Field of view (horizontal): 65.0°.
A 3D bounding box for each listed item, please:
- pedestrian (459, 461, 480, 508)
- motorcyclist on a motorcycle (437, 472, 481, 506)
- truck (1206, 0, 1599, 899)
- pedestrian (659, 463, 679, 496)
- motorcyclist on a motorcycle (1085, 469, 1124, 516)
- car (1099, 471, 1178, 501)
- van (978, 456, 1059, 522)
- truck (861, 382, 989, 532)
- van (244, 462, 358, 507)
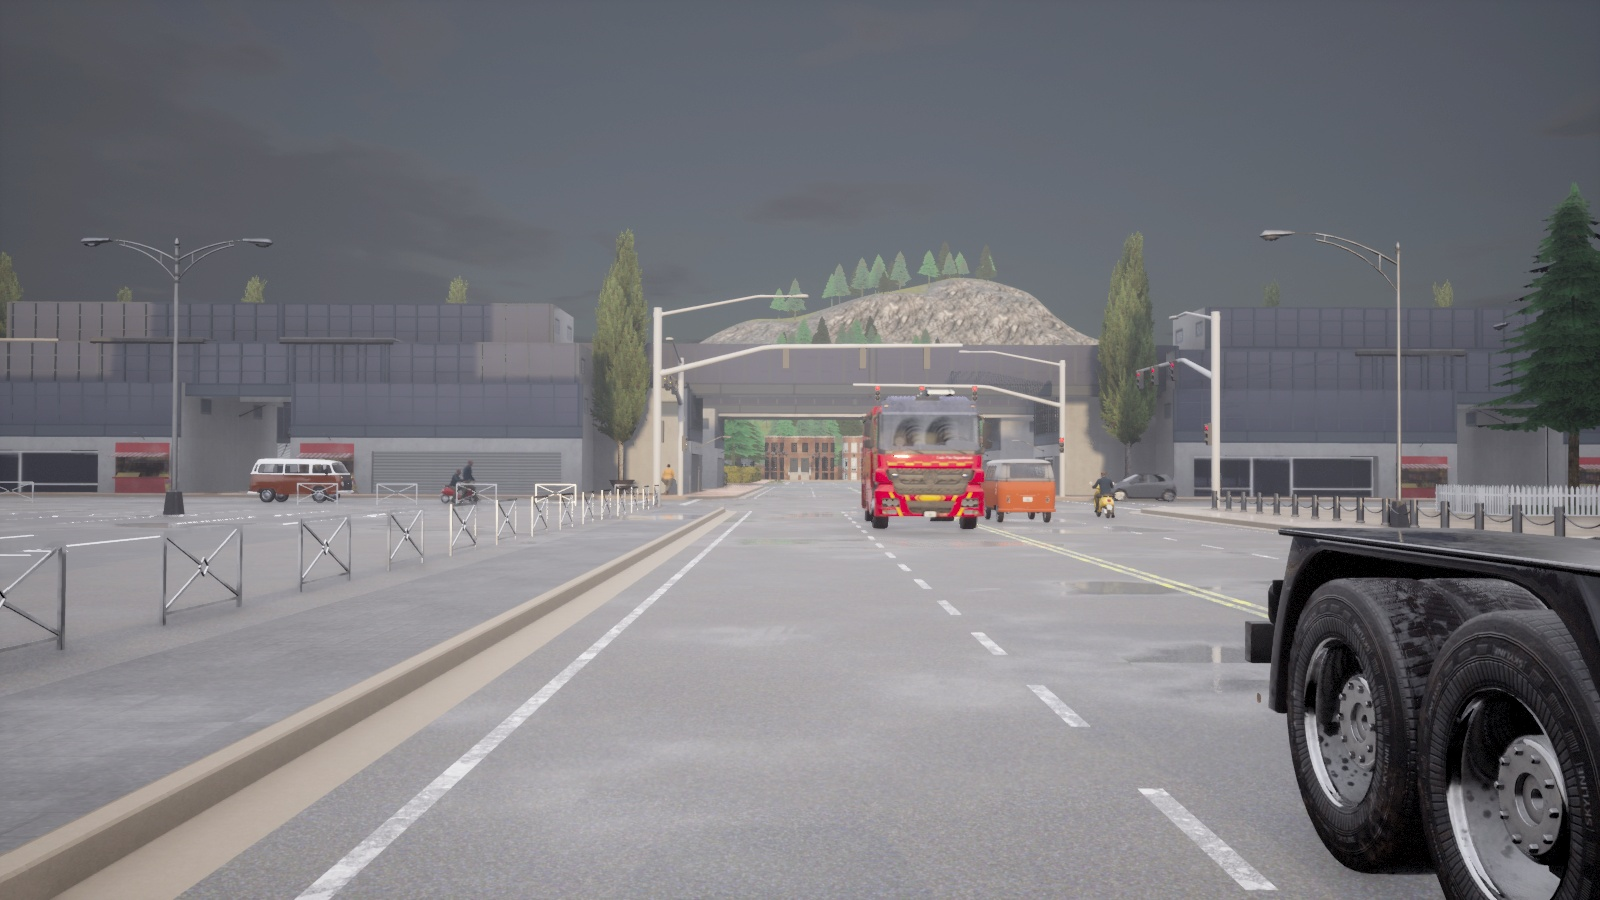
[{"bbox_3d":[-13.160,1.364,50.044,0.726,1.842,0.402,0,-1,-3],"label":"pedestrian"},{"bbox_3d":[-15.840,1.808,58.317,1.817,1.590,0.866,0,-1,1],"label":"motorcyclist on a motorcycle"},{"bbox_3d":[3.496,-0.142,2.332,2.891,3.462,7.936,0,-1,0],"label":"truck"},{"bbox_3d":[-7.460,1.699,71.402,0.874,1.855,0.900,0,-1,13],"label":"pedestrian"},{"bbox_3d":[10.405,1.447,43.000,0.866,1.590,1.817,0,-1,0],"label":"motorcyclist on a motorcycle"},{"bbox_3d":[17.611,1.854,65.427,3.633,1.501,1.845,0,-1,1],"label":"car"},{"bbox_3d":[6.910,1.211,40.102,1.775,1.987,4.442,0,-1,0],"label":"van"},{"bbox_3d":[3.390,0.244,36.264,2.891,3.827,8.468,0,-1,0],"label":"truck"},{"bbox_3d":[-23.202,1.611,58.494,4.480,2.038,2.069,0,-1,1],"label":"van"}]
